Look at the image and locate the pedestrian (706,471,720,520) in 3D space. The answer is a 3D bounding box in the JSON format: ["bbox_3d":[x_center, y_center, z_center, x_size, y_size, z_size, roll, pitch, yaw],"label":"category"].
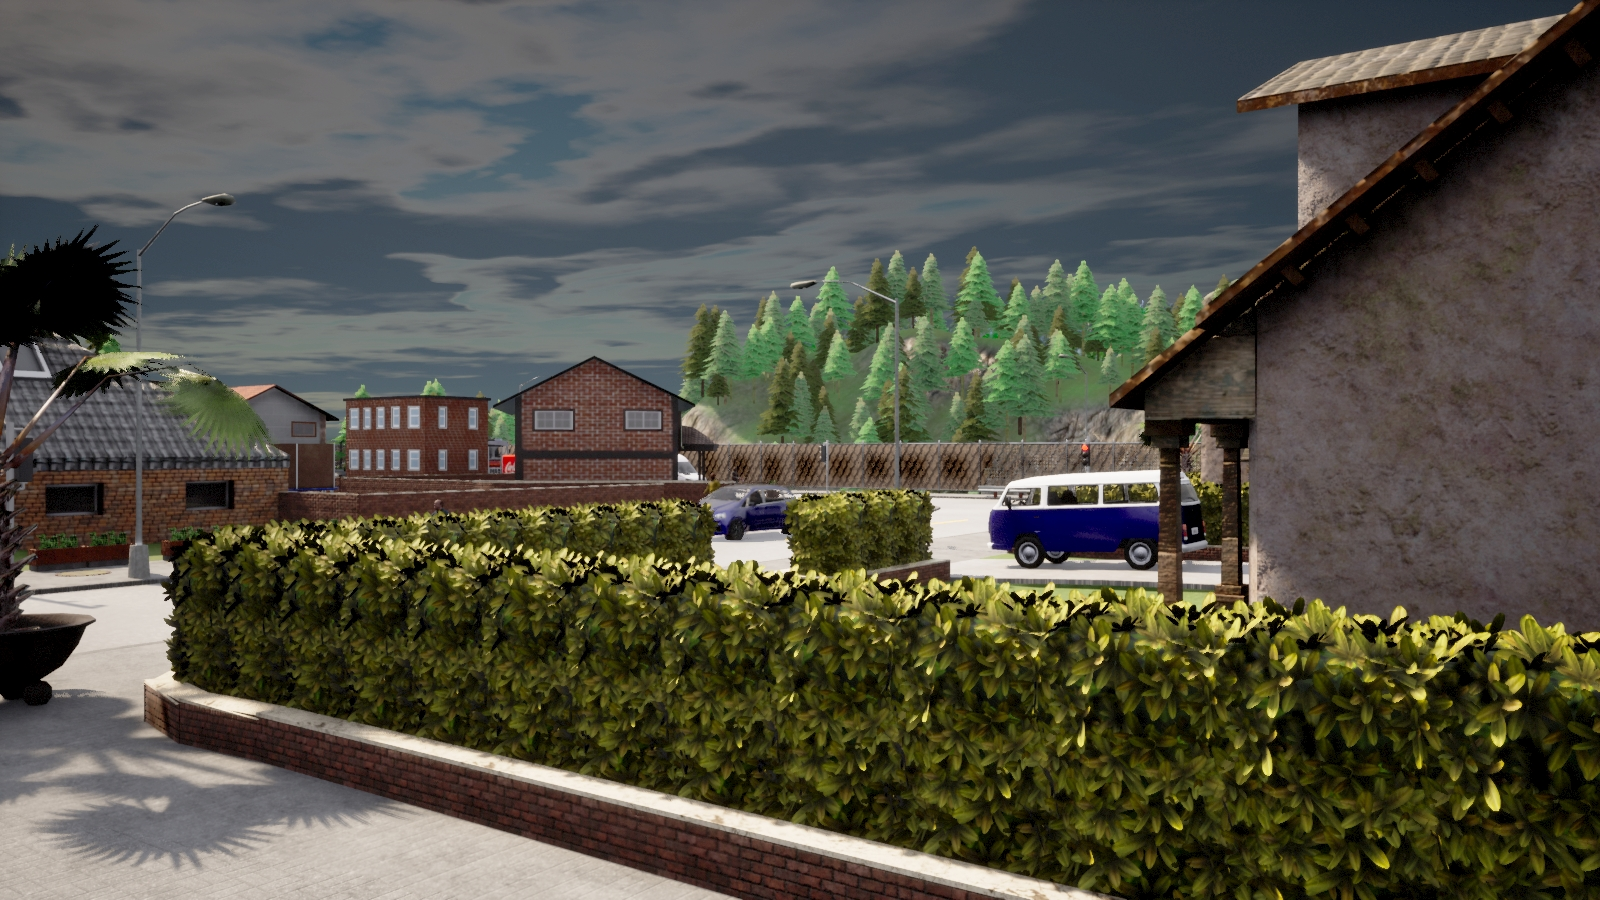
[{"bbox_3d":[-3.323,1.732,43.744,0.375,1.860,0.375,0,0,43],"label":"pedestrian"}]

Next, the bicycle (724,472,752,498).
[{"bbox_3d":[-3.643,2.044,67.431,1.835,1.471,0.329,0,0,35],"label":"bicycle"}]

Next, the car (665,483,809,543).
[{"bbox_3d":[-1.951,1.958,36.745,2.242,1.667,4.611,0,0,35],"label":"car"}]
